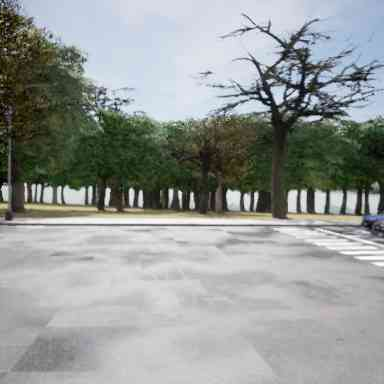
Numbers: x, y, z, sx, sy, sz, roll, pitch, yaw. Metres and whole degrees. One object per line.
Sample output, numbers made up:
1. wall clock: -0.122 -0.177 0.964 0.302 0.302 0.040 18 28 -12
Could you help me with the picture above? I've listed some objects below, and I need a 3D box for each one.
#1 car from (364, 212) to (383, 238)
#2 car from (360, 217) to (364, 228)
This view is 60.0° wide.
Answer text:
1. car: 12.316 1.774 18.185 4.553 1.767 2.097 1 1 -9
2. car: 13.545 1.861 21.681 5.008 1.535 1.882 2 1 -9
